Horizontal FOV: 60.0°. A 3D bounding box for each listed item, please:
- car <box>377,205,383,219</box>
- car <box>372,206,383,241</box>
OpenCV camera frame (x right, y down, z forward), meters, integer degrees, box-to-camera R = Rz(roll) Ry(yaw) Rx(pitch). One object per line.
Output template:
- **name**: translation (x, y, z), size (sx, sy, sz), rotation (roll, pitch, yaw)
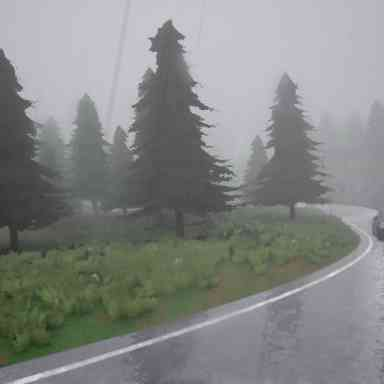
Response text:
- **car**: translation (22.421, 2.234, 37.479), size (1.837, 1.490, 4.892), rotation (-3, -2, 20)
- **car**: translation (11.417, 1.723, 18.638), size (2.097, 1.767, 4.553), rotation (-2, -2, 24)
